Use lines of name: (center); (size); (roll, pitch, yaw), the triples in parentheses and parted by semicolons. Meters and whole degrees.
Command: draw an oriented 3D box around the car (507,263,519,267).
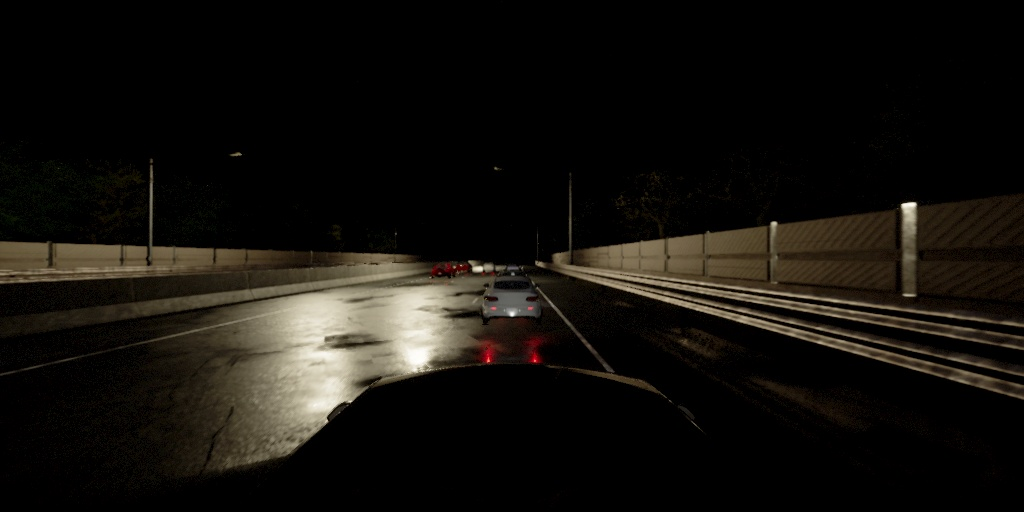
car: (0.091, 1.580, 33.457); (1.994, 1.385, 4.181); (0, 0, 0)

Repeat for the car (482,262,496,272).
car: (-3.362, 1.679, 53.387); (1.812, 1.442, 4.674); (0, 0, 0)

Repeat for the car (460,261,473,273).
car: (-6.880, 1.492, 51.462); (2.097, 1.767, 4.553); (0, 0, 2)

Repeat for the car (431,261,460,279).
car: (-6.909, 1.518, 36.738); (1.882, 1.535, 5.008); (0, 0, 0)

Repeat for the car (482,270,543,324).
car: (-0.002, 1.364, 12.188); (1.812, 1.442, 4.674); (0, 0, 0)

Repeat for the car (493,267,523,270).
car: (0.003, 1.513, 20.866); (1.895, 1.301, 4.718); (0, 0, 0)
